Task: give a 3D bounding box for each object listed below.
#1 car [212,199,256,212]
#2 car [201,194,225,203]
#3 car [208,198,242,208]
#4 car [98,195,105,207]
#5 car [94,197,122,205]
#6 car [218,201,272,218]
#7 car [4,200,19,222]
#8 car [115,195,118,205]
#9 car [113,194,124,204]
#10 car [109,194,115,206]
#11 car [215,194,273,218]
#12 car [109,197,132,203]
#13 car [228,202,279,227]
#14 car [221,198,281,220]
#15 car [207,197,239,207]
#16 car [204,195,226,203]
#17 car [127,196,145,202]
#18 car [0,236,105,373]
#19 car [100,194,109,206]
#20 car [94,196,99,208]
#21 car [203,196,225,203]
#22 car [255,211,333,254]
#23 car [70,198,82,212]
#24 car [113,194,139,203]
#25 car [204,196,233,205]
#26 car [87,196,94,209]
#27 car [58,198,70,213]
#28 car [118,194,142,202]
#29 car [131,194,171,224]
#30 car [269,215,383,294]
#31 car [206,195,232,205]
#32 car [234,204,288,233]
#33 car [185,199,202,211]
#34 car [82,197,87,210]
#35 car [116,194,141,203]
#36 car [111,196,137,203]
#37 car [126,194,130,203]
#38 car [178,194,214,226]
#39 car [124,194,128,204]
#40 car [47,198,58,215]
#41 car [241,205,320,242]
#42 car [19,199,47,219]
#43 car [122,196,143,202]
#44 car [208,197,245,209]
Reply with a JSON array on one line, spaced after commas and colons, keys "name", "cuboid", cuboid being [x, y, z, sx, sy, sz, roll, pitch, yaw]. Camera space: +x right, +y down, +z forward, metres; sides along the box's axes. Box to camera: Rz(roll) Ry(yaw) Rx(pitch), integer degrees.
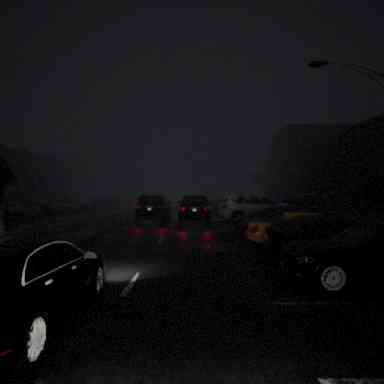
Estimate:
[{"name": "car", "cuboid": [4.849, 1.546, 38.775, 4.792, 1.488, 2.163, 0, 0, 0]}, {"name": "car", "cuboid": [4.920, 1.481, 77.676, 5.566, 2.045, 2.435, 0, -1, 0]}, {"name": "car", "cuboid": [4.886, 1.586, 49.892, 4.792, 1.488, 2.163, 0, 0, 0]}, {"name": "car", "cuboid": [-15.564, 1.569, 47.668, 4.792, 1.488, 2.163, 0, 0, 0]}, {"name": "car", "cuboid": [-15.513, 1.653, 61.453, 4.674, 1.452, 2.002, 0, 0, 0]}, {"name": "car", "cuboid": [4.790, 1.536, 30.439, 4.674, 1.452, 2.002, 0, 0, 0]}, {"name": "car", "cuboid": [-15.518, 1.234, 22.850, 5.566, 2.045, 2.435, 0, 0, 0]}, {"name": "car", "cuboid": [-15.494, 1.610, 55.938, 4.792, 1.488, 2.163, 0, 0, 0]}, {"name": "car", "cuboid": [-15.548, 1.345, 58.698, 5.566, 2.045, 2.435, 0, 0, 0]}, {"name": "car", "cuboid": [-15.522, 1.566, 53.182, 5.008, 1.535, 2.097, 0, 0, 0]}, {"name": "car", "cuboid": [4.802, 1.236, 24.757, 5.566, 2.045, 2.435, 0, 0, 0]}, {"name": "car", "cuboid": [-15.497, 1.729, 72.480, 4.674, 1.452, 2.002, 0, 0, 0]}, {"name": "car", "cuboid": [4.726, 1.512, 19.196, 4.792, 1.488, 2.163, 0, 0, 0]}, {"name": "car", "cuboid": [4.815, 1.366, 27.569, 4.553, 1.767, 2.185, 0, 0, 0]}, {"name": "car", "cuboid": [4.859, 1.570, 52.670, 4.892, 1.521, 2.231, 0, 0, 0]}, {"name": "car", "cuboid": [4.899, 1.553, 72.122, 4.553, 1.767, 2.185, 0, 0, 0]}, {"name": "car", "cuboid": [-15.504, 1.879, 91.766, 4.553, 1.767, 2.185, 0, -1, 0]}, {"name": "car", "cuboid": [-2.893, 1.506, 5.653, 1.837, 1.490, 4.892, 0, 0, 0]}, {"name": "car", "cuboid": [-15.499, 1.427, 50.426, 4.553, 1.767, 2.185, 0, 0, 0]}, {"name": "car", "cuboid": [-15.536, 1.569, 44.874, 4.674, 1.452, 2.002, 0, 0, 0]}, {"name": "car", "cuboid": [4.938, 1.742, 74.898, 4.674, 1.452, 2.002, 0, -1, 0]}, {"name": "car", "cuboid": [4.756, 1.510, 10.861, 4.792, 1.488, 2.163, 0, 0, 0]}, {"name": "car", "cuboid": [-15.364, 1.501, 36.639, 5.366, 1.575, 1.946, 0, 0, 0]}, {"name": "car", "cuboid": [-15.464, 1.495, 77.993, 5.566, 2.045, 2.435, 0, -1, 0]}, {"name": "car", "cuboid": [5.087, 1.623, 63.661, 5.366, 1.575, 1.946, 0, 0, 0]}, {"name": "car", "cuboid": [-15.513, 1.549, 42.152, 4.792, 1.488, 2.163, 0, 0, 0]}, {"name": "car", "cuboid": [-15.738, 1.494, 33.877, 5.366, 1.575, 1.946, 0, 0, 0]}, {"name": "car", "cuboid": [-15.456, 1.580, 83.503, 5.566, 2.045, 2.435, 0, -1, 0]}, {"name": "car", "cuboid": [-2.837, 1.229, 24.935, 2.150, 2.045, 5.566, 0, 0, 0]}, {"name": "car", "cuboid": [4.724, 1.481, 8.206, 5.008, 1.535, 2.097, 0, 0, 0]}, {"name": "car", "cuboid": [4.866, 1.486, 61.000, 4.553, 1.767, 2.185, 0, 0, 0]}, {"name": "car", "cuboid": [4.717, 1.511, 16.419, 4.792, 1.488, 2.163, 0, 0, 0]}, {"name": "car", "cuboid": [0.223, 1.596, 42.588, 2.033, 1.411, 5.357, 0, 0, 0]}, {"name": "car", "cuboid": [-15.517, 1.541, 39.397, 4.792, 1.488, 2.163, 0, 0, 0]}, {"name": "car", "cuboid": [-15.460, 1.533, 80.750, 5.566, 2.045, 2.435, 0, -1, 0]}, {"name": "car", "cuboid": [-15.311, 1.710, 75.238, 5.366, 1.575, 1.946, 0, -1, 0]}, {"name": "car", "cuboid": [-15.539, 1.523, 66.969, 4.553, 1.767, 2.185, 0, 0, 0]}, {"name": "car", "cuboid": [0.167, 1.227, 23.540, 2.150, 2.045, 5.566, 0, 0, 0]}, {"name": "car", "cuboid": [-15.541, 1.660, 64.210, 4.792, 1.488, 2.163, 0, 0, 0]}, {"name": "car", "cuboid": [-15.581, 1.522, 31.120, 4.792, 1.488, 2.163, 0, 0, 0]}, {"name": "car", "cuboid": [4.922, 1.478, 13.638, 5.366, 1.575, 1.946, 0, 0, 0]}, {"name": "car", "cuboid": [-15.735, 1.486, 28.362, 5.366, 1.575, 1.946, 0, 0, 0]}, {"name": "car", "cuboid": [-15.475, 1.881, 86.255, 5.008, 1.535, 2.097, 0, -1, 0]}, {"name": "car", "cuboid": [4.841, 1.545, 46.987, 5.008, 1.535, 2.097, 0, 0, 0]}]
